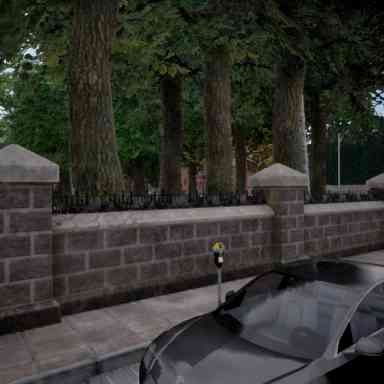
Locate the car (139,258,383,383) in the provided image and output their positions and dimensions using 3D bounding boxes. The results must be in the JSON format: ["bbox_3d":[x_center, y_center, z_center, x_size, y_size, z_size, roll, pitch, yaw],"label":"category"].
[{"bbox_3d":[1.505,1.565,3.894,4.313,1.339,1.947,0,-1,-36],"label":"car"}]
